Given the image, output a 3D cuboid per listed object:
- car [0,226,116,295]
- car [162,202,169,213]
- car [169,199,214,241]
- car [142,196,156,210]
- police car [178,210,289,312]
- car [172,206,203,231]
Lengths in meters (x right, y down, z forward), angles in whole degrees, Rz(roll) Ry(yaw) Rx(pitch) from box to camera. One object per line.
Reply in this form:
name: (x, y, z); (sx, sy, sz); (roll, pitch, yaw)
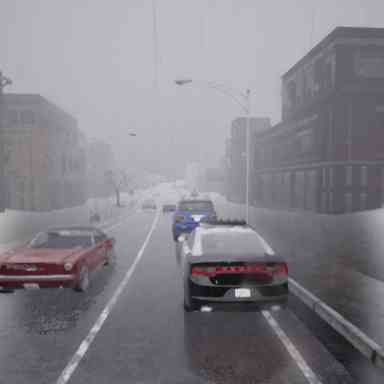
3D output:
car: (-3.397, 1.654, 9.020); (1.895, 1.301, 4.718); (0, -1, -3)
car: (-3.146, 2.106, 46.738); (1.882, 1.535, 5.008); (0, 0, -4)
car: (0.048, 1.425, 17.985); (2.150, 2.045, 5.566); (0, -1, -5)
car: (-6.738, 1.918, 52.459); (2.097, 1.767, 4.553); (0, 1, -4)
police car: (0.708, 1.460, 7.980); (1.930, 1.638, 5.238); (0, -1, -3)
car: (-0.433, 1.840, 23.954); (1.882, 1.535, 5.008); (0, -2, -5)
